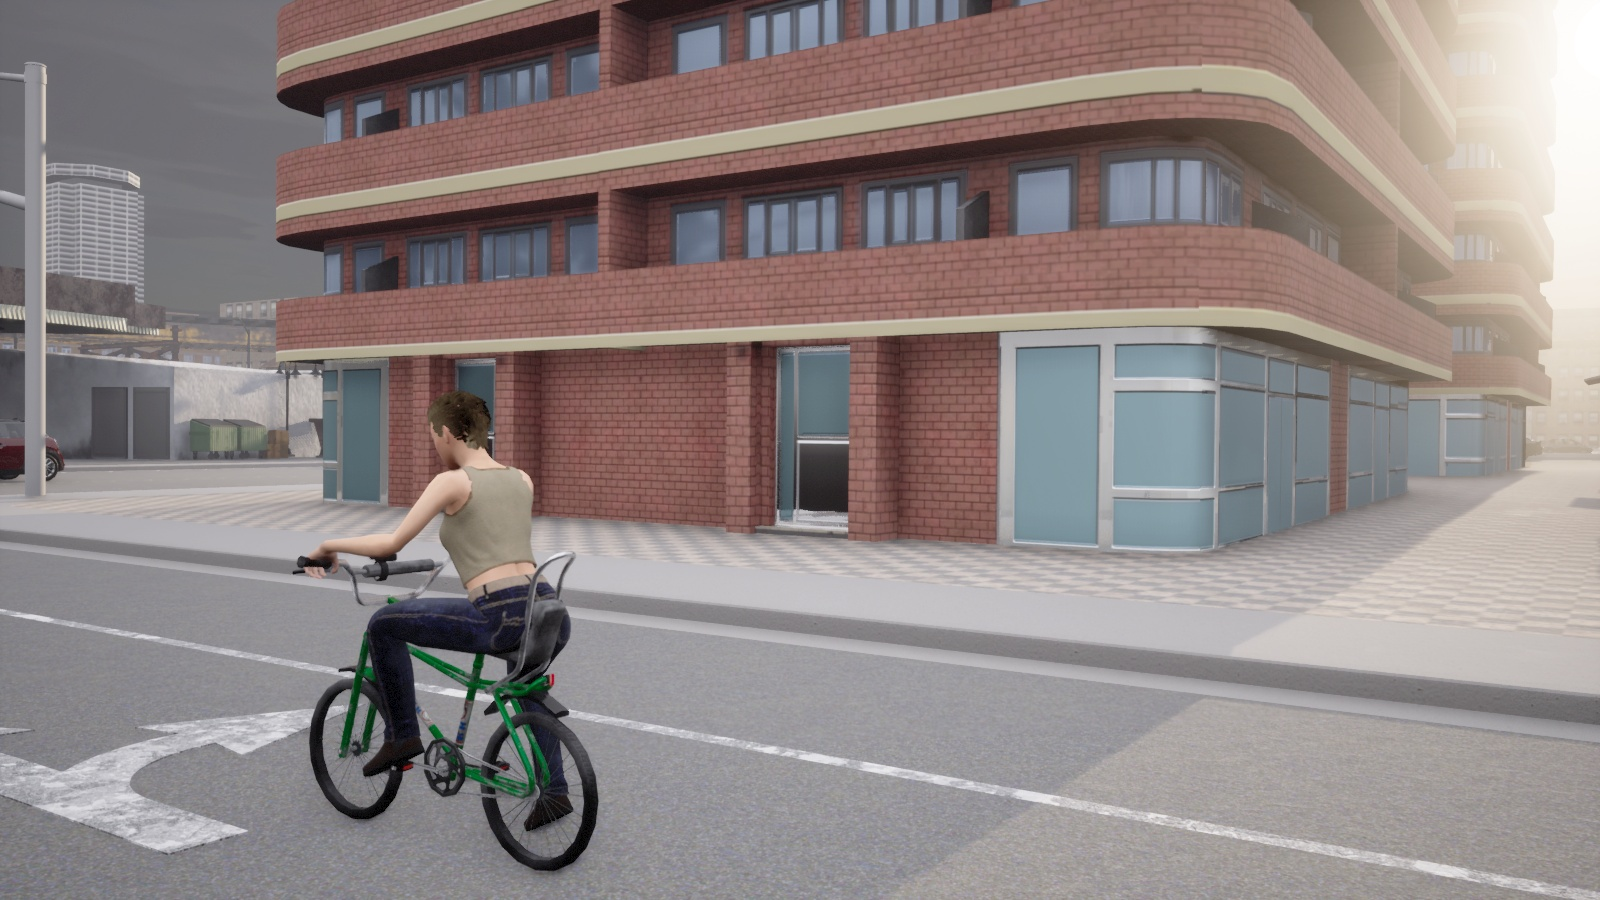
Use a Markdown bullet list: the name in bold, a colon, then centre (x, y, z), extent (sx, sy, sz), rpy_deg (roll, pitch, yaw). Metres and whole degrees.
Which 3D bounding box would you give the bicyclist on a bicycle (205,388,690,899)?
- **bicyclist on a bicycle**: centre (-1.262, 0.618, 4.465), extent (1.509, 1.612, 0.866), rpy_deg (0, 1, 33)

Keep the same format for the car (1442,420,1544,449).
- **car**: centre (39.457, -0.862, 71.520), extent (4.892, 1.490, 1.837), rpy_deg (-1, 0, 34)

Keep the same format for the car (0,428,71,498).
- **car**: centre (-21.615, 0.346, 32.207), extent (2.097, 1.767, 4.553), rpy_deg (0, 1, 32)
